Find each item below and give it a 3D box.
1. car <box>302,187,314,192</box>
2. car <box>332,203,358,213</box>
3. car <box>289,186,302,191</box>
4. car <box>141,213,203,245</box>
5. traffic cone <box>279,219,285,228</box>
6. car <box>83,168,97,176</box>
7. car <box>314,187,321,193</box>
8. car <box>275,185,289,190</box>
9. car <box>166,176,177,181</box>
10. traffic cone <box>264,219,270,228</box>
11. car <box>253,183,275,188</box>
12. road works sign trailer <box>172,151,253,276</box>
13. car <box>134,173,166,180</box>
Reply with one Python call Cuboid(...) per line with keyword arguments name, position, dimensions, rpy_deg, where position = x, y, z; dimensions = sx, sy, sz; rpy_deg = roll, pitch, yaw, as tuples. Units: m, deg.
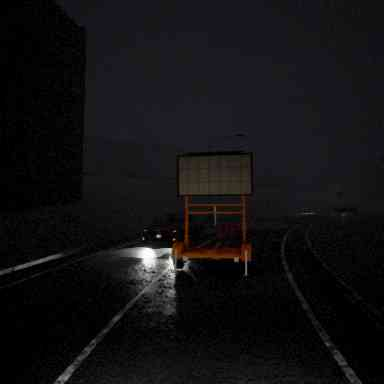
Cuboid(name="car", position=(27.676, -0.391, 83.354), dimensions=(4.553, 1.767, 2.185), rpy_deg=(4, -6, -42))
Cuboid(name="car", position=(22.639, 2.377, 49.047), dimensions=(4.674, 1.442, 1.812), rpy_deg=(1, -4, -35))
Cuboid(name="car", position=(23.475, -0.576, 79.599), dimensions=(4.892, 1.521, 2.231), rpy_deg=(4, -6, -40))
Cuboid(name="car", position=(-0.852, 1.737, 16.179), dimensions=(1.994, 1.385, 4.181), rpy_deg=(-1, -1, 17))
Cuboid(name="traffic cone", position=(6.083, 2.130, 22.523), dimensions=(0.340, 0.580, 0.340), rpy_deg=(-2, -1, 17))
Cuboid(name="car", position=(-16.695, -2.866, 50.422), dimensions=(4.553, 1.767, 2.185), rpy_deg=(2, -5, -33))
Cuboid(name="car", position=(31.789, -0.179, 87.165), dimensions=(5.566, 2.045, 2.435), rpy_deg=(5, -6, -43))
Cuboid(name="car", position=(19.353, -0.811, 76.084), dimensions=(4.674, 1.452, 2.002), rpy_deg=(4, -6, -39))
Cuboid(name="car", position=(-2.929, -2.136, 59.421), dimensions=(4.892, 1.521, 2.231), rpy_deg=(3, -5, -33))
Cuboid(name="traffic cone", position=(5.127, 2.159, 22.806), dimensions=(0.340, 0.580, 0.340), rpy_deg=(-2, -1, 17))
Cuboid(name="car", position=(15.082, -1.091, 72.600), dimensions=(4.792, 1.488, 2.163), rpy_deg=(3, -6, -38))
Cuboid(name="road works sign trailer", position=(0.756, 0.525, 10.657), dimensions=(2.380, 3.560, 2.880), rpy_deg=(-1, -1, 12))
Cuboid(name="car", position=(-7.542, -2.347, 56.396), dimensions=(4.892, 1.521, 2.231), rpy_deg=(2, -5, -33))
